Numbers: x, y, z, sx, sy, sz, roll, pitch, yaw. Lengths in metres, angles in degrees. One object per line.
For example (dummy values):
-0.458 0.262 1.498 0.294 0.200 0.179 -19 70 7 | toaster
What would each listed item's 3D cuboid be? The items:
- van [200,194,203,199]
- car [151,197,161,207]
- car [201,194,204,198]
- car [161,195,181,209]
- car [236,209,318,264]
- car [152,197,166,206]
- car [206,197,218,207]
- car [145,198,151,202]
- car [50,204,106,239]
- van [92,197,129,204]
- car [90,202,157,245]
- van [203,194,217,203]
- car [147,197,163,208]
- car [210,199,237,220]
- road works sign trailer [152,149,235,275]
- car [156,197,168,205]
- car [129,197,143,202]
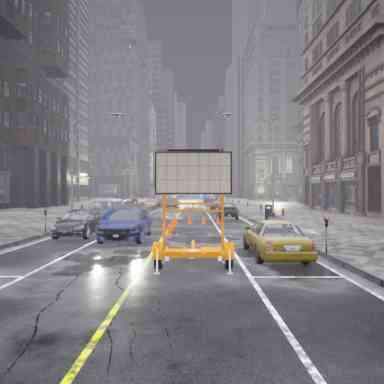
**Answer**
3.084 1.355 66.673 1.690 1.788 3.998 0 0 0 | van
-5.571 1.533 44.459 1.752 1.417 4.829 0 0 0 | car
3.057 1.556 61.148 1.887 1.381 4.507 0 0 0 | car
-2.795 1.512 44.990 1.837 1.490 4.892 0 0 0 | car
2.823 1.527 11.594 1.752 1.417 4.829 0 0 0 | car
-5.522 1.554 55.680 1.887 1.381 4.507 0 0 0 | car
2.952 1.588 39.048 1.802 1.307 4.206 0 0 0 | car
-5.618 1.550 33.578 1.887 1.381 4.507 0 0 0 | car
-5.690 1.553 17.002 2.008 1.369 4.403 0 0 0 | car
-5.665 1.344 22.528 1.690 1.788 3.998 0 0 0 | van
-3.029 1.480 15.750 1.882 1.535 5.008 0 0 0 | car
3.006 1.350 50.099 1.690 1.788 3.998 0 0 0 | van
-5.546 1.553 50.155 1.887 1.381 4.507 0 0 0 | car
2.900 1.555 27.999 2.008 1.369 4.403 0 0 0 | car
0.047 0.466 10.474 2.380 3.560 2.880 0 0 0 | road works sign trailer
-5.498 1.556 61.205 1.887 1.381 4.507 0 0 0 | car
-5.641 1.319 28.053 2.192 1.841 5.009 0 0 0 | car
